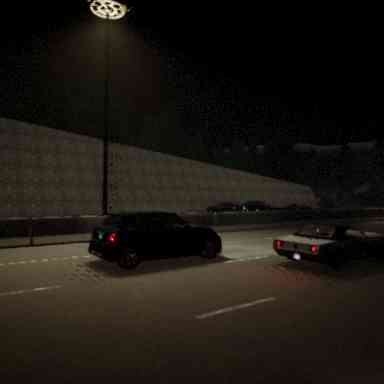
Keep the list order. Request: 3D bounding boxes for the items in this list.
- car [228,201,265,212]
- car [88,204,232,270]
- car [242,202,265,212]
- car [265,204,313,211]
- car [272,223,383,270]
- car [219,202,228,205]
[{"bbox_3d":[6.919,1.825,38.931,4.553,1.767,2.097,1,-1,-36],"label":"car"},{"bbox_3d":[-1.116,1.436,11.555,4.553,1.767,2.097,1,-1,-36],"label":"car"},{"bbox_3d":[7.956,1.992,35.382,4.718,1.301,1.895,1,-1,-35],"label":"car"},{"bbox_3d":[9.845,1.881,32.433,4.902,1.511,2.128,1,-1,-35],"label":"car"},{"bbox_3d":[5.082,1.757,11.681,4.718,1.301,1.895,1,-1,-36],"label":"car"},{"bbox_3d":[4.382,1.949,41.424,5.357,1.411,2.033,1,-1,-35],"label":"car"}]
